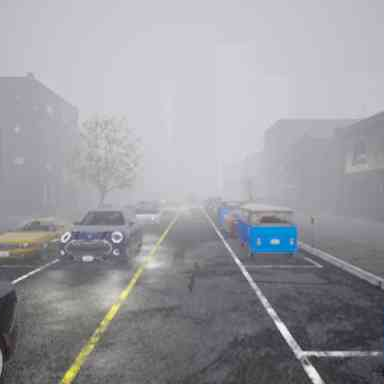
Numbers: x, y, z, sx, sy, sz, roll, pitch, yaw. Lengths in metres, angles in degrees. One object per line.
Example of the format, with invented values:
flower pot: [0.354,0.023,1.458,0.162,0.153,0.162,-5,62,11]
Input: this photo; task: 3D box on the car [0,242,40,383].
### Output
car: [-3.100,1.484,2.076,1.882,1.535,5.008,0,0,1]

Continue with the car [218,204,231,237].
car: [2.692,1.599,18.143,1.887,1.381,4.507,0,0,0]

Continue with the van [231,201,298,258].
van: [2.690,1.378,12.623,1.690,1.788,3.998,0,0,0]

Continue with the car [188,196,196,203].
car: [0.022,1.779,80.479,2.033,1.411,5.357,0,0,0]

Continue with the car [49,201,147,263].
car: [-3.092,1.388,12.118,2.097,1.767,4.553,0,0,0]

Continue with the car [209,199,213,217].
car: [2.695,1.618,29.358,1.752,1.417,4.829,0,0,0]

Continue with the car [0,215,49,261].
car: [-5.690,1.562,12.472,1.752,1.417,4.829,0,0,0]

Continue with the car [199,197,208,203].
car: [2.709,1.860,78.883,1.947,1.339,4.313,0,0,0]

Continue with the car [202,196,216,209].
car: [2.697,1.447,40.232,2.192,1.841,5.009,0,0,0]

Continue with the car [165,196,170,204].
car: [-5.677,1.746,62.167,1.752,1.417,4.829,0,0,0]

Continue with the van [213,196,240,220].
van: [2.693,1.414,23.666,1.690,1.788,3.998,0,0,0]

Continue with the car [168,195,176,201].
car: [-5.668,1.811,95.468,1.967,1.590,4.097,0,0,0]

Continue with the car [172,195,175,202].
car: [-5.672,1.735,78.902,1.967,1.590,4.097,0,0,0]

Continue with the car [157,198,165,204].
car: [-5.679,1.720,51.294,1.887,1.381,4.507,0,0,0]

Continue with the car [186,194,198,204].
car: [0.019,1.477,70.087,2.150,2.045,5.566,0,0,0]

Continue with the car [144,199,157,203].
car: [-5.682,1.677,40.251,1.887,1.381,4.507,0,0,0]

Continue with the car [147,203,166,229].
car: [-3.085,1.669,22.150,1.895,1.301,4.718,0,0,0]

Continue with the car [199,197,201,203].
car: [2.704,1.766,62.318,1.887,1.381,4.507,0,0,0]

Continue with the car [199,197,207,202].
car: [2.710,1.864,84.405,1.887,1.381,4.507,0,0,0]

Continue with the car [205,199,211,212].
car: [2.697,1.677,34.708,1.947,1.339,4.313,0,0,0]

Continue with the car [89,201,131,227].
car: [-5.687,1.513,23.687,1.967,1.590,4.097,0,0,0]

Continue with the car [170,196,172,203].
car: [-5.675,1.811,67.859,1.947,1.339,4.313,0,0,0]
